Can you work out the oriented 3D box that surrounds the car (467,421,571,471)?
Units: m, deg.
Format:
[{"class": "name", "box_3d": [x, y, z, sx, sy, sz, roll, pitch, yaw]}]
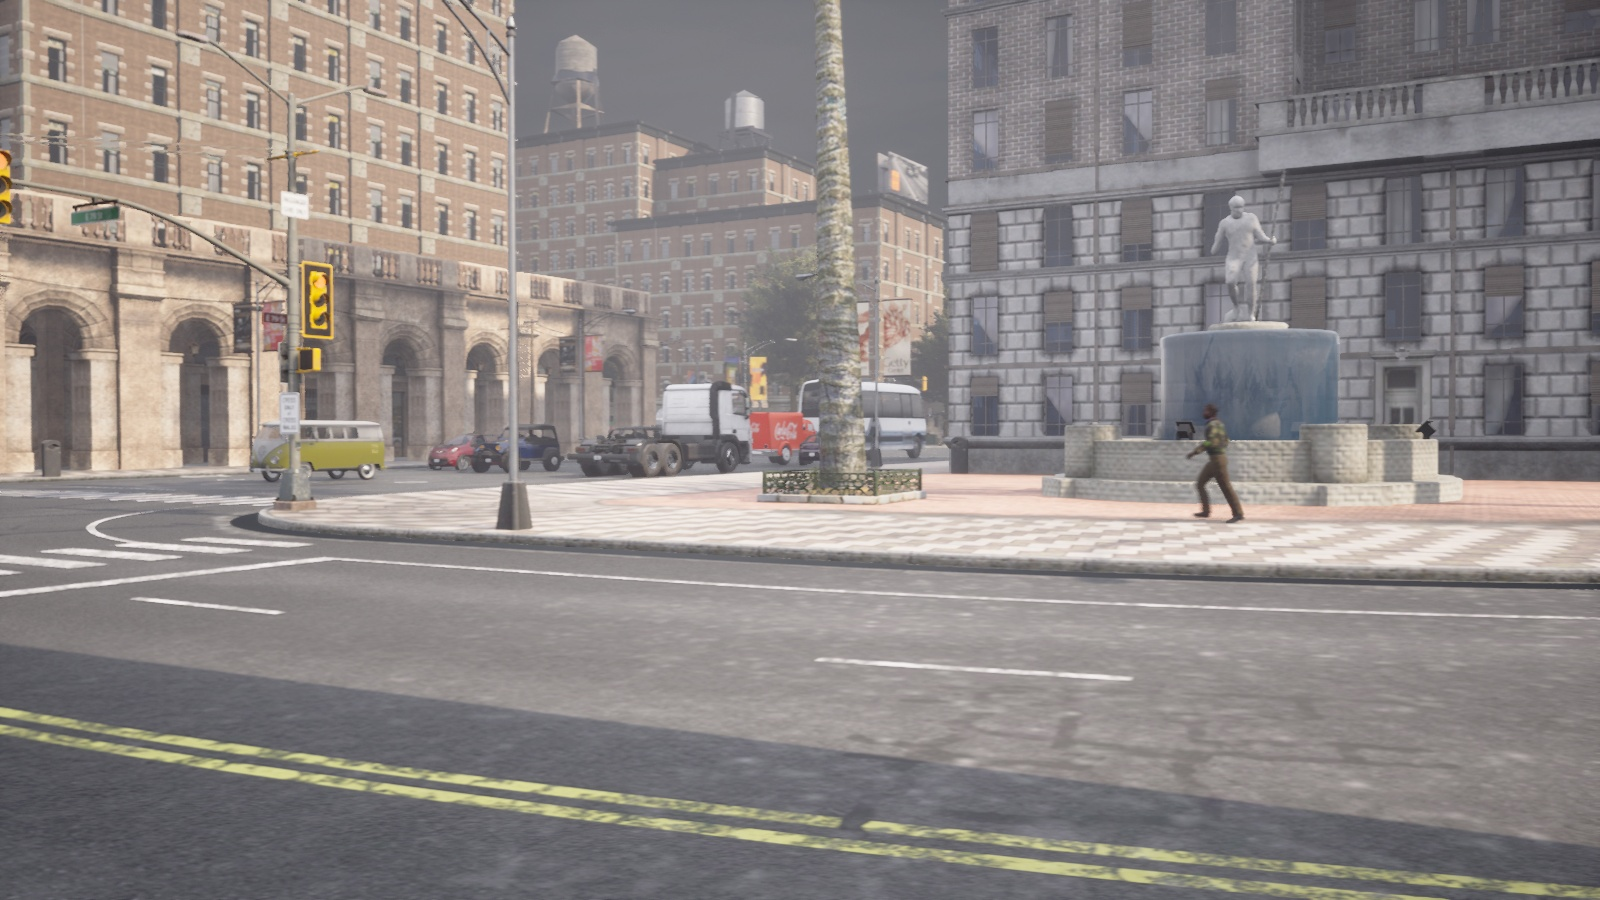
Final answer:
[{"class": "car", "box_3d": [-11.002, -0.165, 49.361, 1.905, 1.878, 3.866, 1, 1, 30]}]

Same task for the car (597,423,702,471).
[{"class": "car", "box_3d": [-6.066, -0.149, 51.044, 1.932, 1.855, 4.605, 1, 1, 29]}]

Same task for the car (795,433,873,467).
[{"class": "car", "box_3d": [1.595, -0.020, 57.635, 1.816, 1.474, 4.193, 1, 1, 29]}]

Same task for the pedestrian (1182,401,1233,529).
[{"class": "pedestrian", "box_3d": [6.209, 0.221, 19.135, 0.692, 1.930, 0.395, 1, 1, 21]}]

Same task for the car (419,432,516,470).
[{"class": "car", "box_3d": [-13.670, 0.006, 51.808, 1.845, 1.501, 3.633, 1, 1, 29]}]

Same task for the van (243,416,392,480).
[{"class": "van", "box_3d": [-15.665, -0.101, 41.002, 1.775, 1.987, 4.442, 1, 1, 29]}]

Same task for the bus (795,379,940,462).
[{"class": "bus", "box_3d": [3.936, -1.574, 69.201, 3.944, 4.253, 10.273, 1, 1, 29]}]

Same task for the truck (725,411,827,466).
[{"class": "truck", "box_3d": [-1.081, -0.567, 60.015, 2.627, 2.467, 5.204, 1, 1, 29]}]

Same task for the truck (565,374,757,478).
[{"class": "truck", "box_3d": [-4.877, -0.867, 45.997, 2.891, 3.462, 7.936, 1, 1, 29]}]
